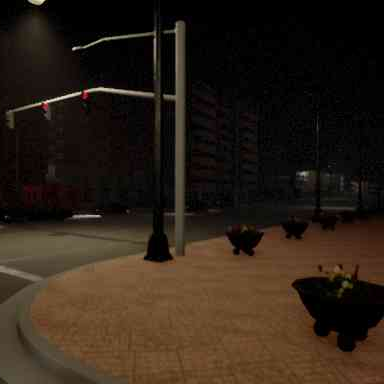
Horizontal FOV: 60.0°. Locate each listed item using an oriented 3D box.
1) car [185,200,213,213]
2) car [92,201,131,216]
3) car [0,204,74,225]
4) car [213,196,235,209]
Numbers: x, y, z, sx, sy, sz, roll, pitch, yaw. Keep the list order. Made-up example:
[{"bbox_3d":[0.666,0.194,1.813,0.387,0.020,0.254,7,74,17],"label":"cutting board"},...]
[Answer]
[{"bbox_3d":[0.146,1.765,40.970,1.882,1.535,5.008,0,-1,35],"label":"car"},{"bbox_3d":[-8.389,1.692,34.939,1.994,1.385,4.181,0,-1,35],"label":"car"},{"bbox_3d":[-11.413,1.568,24.542,2.033,1.411,5.357,0,0,35],"label":"car"},{"bbox_3d":[4.864,1.690,53.632,2.150,2.045,5.566,0,-1,35],"label":"car"}]
